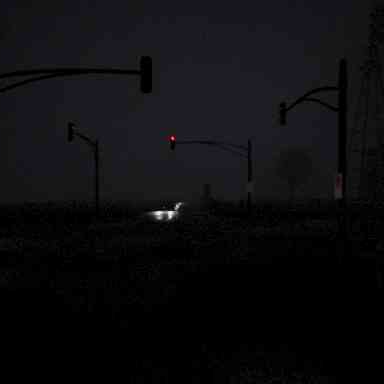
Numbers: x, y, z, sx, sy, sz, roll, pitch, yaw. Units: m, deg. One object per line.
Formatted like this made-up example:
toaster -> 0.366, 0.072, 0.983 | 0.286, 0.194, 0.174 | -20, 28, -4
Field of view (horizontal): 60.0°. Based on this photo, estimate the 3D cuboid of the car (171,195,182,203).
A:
car -> -3.151, 1.358, 68.898 | 2.128, 1.511, 4.902 | 0, 0, 0

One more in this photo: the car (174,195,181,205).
car -> -3.120, 1.402, 53.681 | 1.812, 1.442, 4.674 | 0, 0, 0

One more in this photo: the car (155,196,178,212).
car -> -3.023, 1.474, 37.957 | 1.994, 1.385, 4.181 | 0, 0, 0
